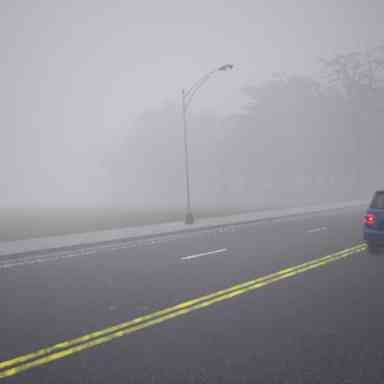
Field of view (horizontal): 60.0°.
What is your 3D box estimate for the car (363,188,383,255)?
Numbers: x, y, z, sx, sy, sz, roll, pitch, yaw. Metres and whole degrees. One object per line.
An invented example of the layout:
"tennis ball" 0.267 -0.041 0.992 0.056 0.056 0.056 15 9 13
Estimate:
"car" 7.407 0.832 10.472 5.566 2.045 2.150 -2 1 -41
